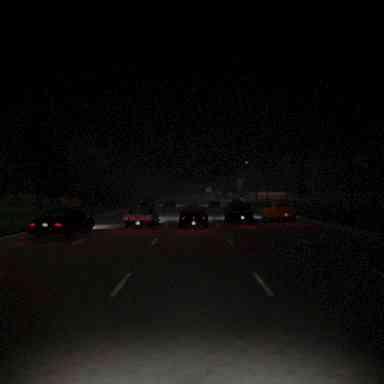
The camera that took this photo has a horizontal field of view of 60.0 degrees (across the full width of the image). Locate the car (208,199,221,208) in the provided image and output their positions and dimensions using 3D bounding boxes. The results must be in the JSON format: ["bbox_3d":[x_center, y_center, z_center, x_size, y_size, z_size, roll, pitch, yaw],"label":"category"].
[{"bbox_3d":[3.518,1.763,52.669,1.895,1.301,4.718,0,0,0],"label":"car"}]

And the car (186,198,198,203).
[{"bbox_3d":[0.016,1.688,52.814,1.812,1.442,4.674,0,0,0],"label":"car"}]

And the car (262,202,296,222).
[{"bbox_3d":[7.107,1.563,27.554,1.882,1.535,5.008,0,0,0],"label":"car"}]

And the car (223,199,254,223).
[{"bbox_3d":[3.608,1.585,26.139,1.837,1.490,4.892,0,0,0],"label":"car"}]

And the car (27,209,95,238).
[{"bbox_3d":[-6.895,1.604,18.110,2.033,1.411,5.357,0,0,0],"label":"car"}]

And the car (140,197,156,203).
[{"bbox_3d":[-6.984,1.516,53.170,2.097,1.767,4.553,0,0,0],"label":"car"}]

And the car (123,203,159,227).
[{"bbox_3d":[-3.393,1.672,23.076,1.895,1.301,4.718,0,0,0],"label":"car"}]

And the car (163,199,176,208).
[{"bbox_3d":[-3.484,1.763,52.474,1.895,1.301,4.718,0,0,0],"label":"car"}]

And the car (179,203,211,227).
[{"bbox_3d":[0.107,1.672,23.075,1.895,1.301,4.718,0,0,0],"label":"car"}]
